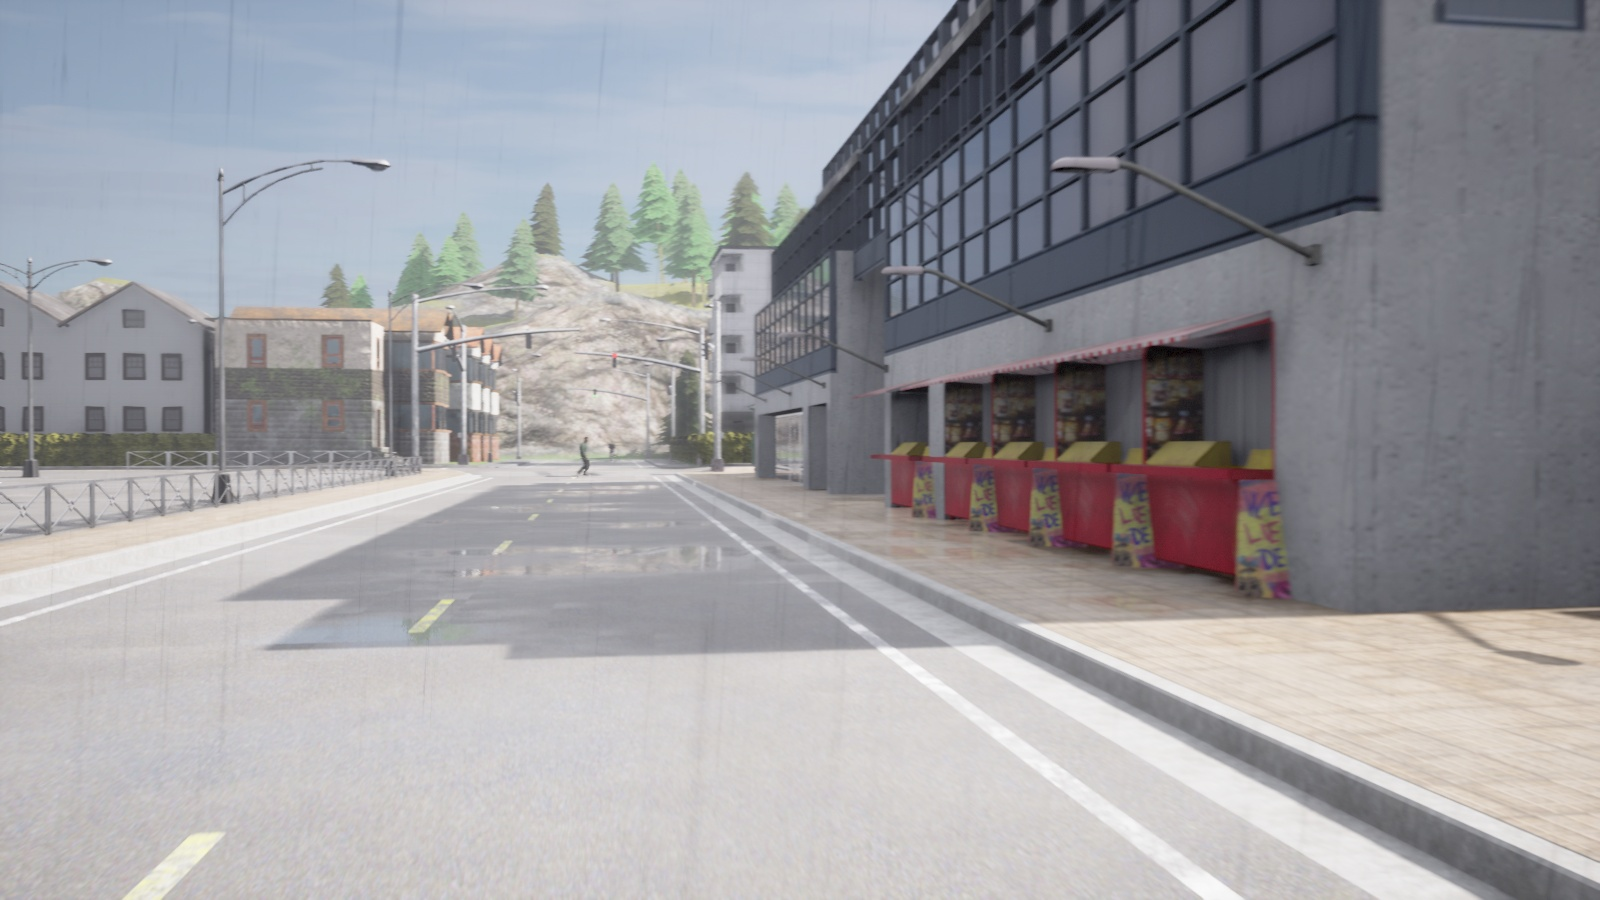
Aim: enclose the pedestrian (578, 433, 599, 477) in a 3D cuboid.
[{"bbox_3d":[-9.424,0.212,55.944,0.788,1.949,0.423,0,0,11],"label":"pedestrian"}]
